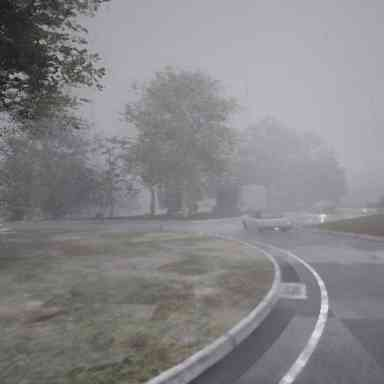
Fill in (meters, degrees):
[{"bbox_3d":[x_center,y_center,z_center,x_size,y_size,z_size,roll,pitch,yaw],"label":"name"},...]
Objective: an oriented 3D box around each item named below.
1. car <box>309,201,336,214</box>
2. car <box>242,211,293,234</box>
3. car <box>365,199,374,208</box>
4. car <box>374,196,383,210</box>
[{"bbox_3d":[16.417,1.942,41.670,1.837,1.490,4.892,-2,-1,44],"label":"car"},{"bbox_3d":[4.652,1.873,21.402,1.895,1.301,4.718,-1,-1,-7],"label":"car"},{"bbox_3d":[31.439,1.976,57.230,1.882,1.535,5.008,-1,-1,44],"label":"car"},{"bbox_3d":[30.254,1.634,50.881,2.150,2.045,5.566,-2,-1,44],"label":"car"}]
